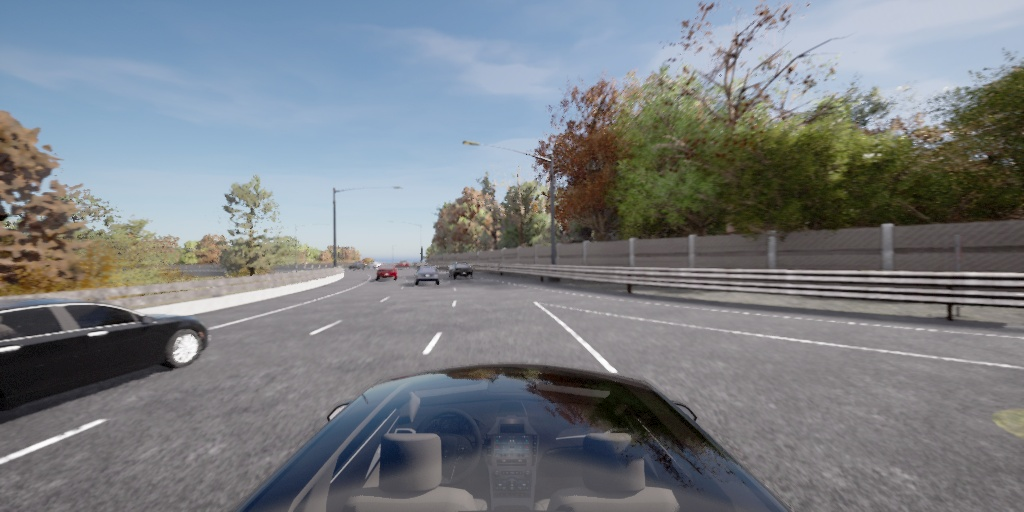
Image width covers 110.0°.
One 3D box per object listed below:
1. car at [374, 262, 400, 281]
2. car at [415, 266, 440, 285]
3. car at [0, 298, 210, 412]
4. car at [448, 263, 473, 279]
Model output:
[{"bbox_3d":[-12.507,1.584,35.942,1.882,1.535,5.008,-1,0,-19],"label":"car"},{"bbox_3d":[-6.914,1.536,29.356,2.033,1.411,5.357,-1,0,-14],"label":"car"},{"bbox_3d":[-7.081,1.381,5.324,1.837,1.490,4.892,-1,0,-1],"label":"car"},{"bbox_3d":[-5.257,1.474,36.291,1.882,1.535,5.008,-1,0,-17],"label":"car"}]
